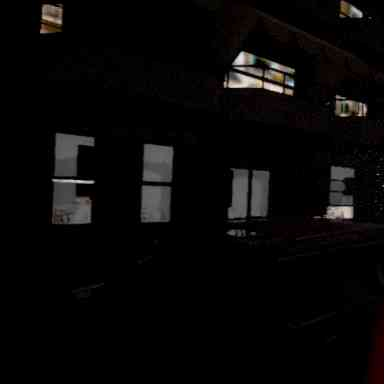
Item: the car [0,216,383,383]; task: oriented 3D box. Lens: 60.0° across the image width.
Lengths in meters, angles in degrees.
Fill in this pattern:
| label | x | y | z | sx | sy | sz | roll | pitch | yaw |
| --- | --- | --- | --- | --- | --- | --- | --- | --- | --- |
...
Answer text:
| label | x | y | z | sx | sy | sz | roll | pitch | yaw |
| --- | --- | --- | --- | --- | --- | --- | --- | --- | --- |
| car | 0.577 | 1.247 | 3.331 | 5.009 | 1.841 | 2.192 | 1 | 2 | -34 |
